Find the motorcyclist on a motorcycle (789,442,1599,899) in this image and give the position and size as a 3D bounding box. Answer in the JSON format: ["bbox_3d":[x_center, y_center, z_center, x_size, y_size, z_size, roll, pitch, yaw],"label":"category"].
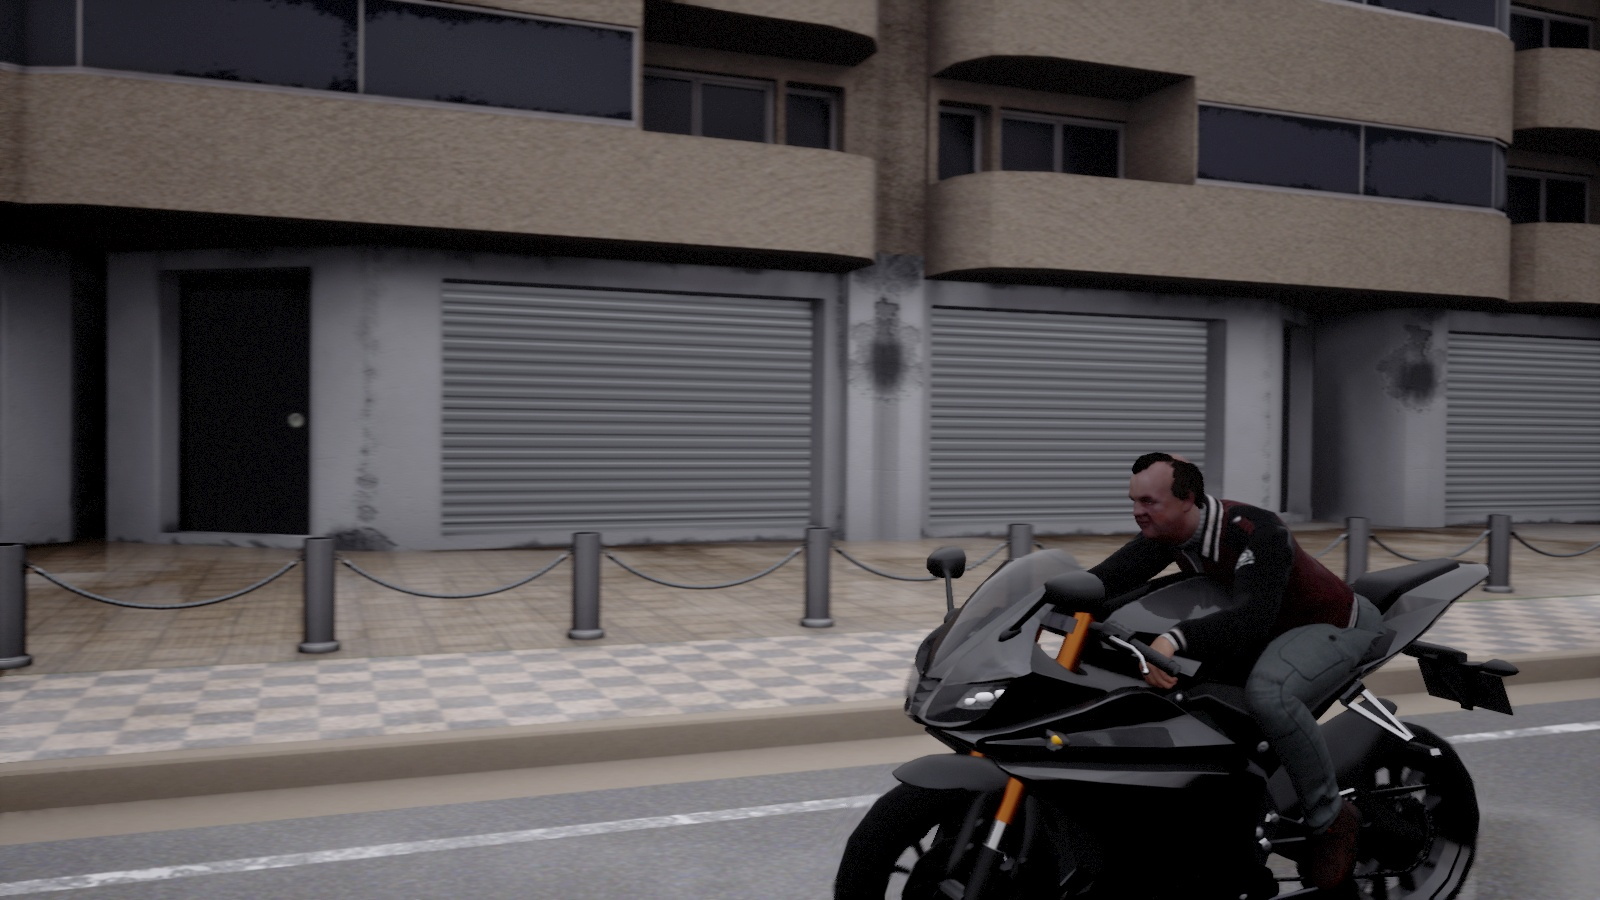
[{"bbox_3d":[1.153,0.761,3.677,2.191,1.530,0.866,-1,1,-21],"label":"motorcyclist on a motorcycle"}]
